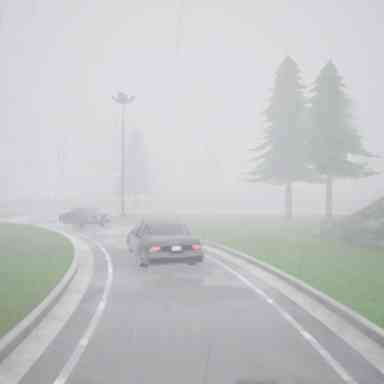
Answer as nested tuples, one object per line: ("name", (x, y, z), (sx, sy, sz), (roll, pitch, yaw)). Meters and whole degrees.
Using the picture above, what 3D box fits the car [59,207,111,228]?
("car", (-7.823, 1.762, 23.959), (2.033, 1.411, 5.357), (0, -1, -41))

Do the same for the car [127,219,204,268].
("car", (-1.159, 1.654, 11.779), (2.033, 1.411, 5.357), (0, -1, -17))
